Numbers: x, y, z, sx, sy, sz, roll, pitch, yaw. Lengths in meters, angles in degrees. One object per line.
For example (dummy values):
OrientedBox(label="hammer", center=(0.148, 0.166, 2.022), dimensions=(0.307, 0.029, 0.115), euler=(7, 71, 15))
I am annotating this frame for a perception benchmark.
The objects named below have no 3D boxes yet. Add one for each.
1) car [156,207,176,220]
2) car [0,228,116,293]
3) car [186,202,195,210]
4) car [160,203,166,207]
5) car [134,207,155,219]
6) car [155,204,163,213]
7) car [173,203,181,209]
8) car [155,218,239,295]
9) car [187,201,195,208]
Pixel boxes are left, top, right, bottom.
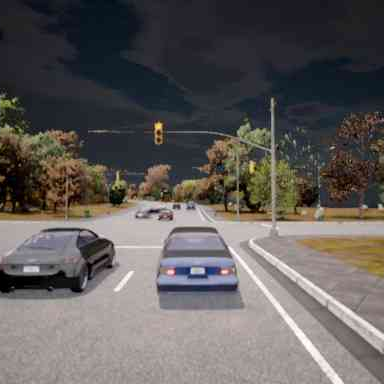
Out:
OrientedBox(label="car", center=(-3.552, 3.151, 46.254), dimensions=(1.812, 1.442, 4.674), euler=(0, -2, 0))
OrientedBox(label="car", center=(-3.452, 1.667, 9.156), dimensions=(1.994, 1.385, 4.181), euler=(0, -1, 0))
OrientedBox(label="car", center=(-0.257, 3.326, 77.931), dimensions=(2.097, 1.767, 4.553), euler=(0, 0, 0))
OrientedBox(label="car", center=(-7.264, 3.483, 79.642), dimensions=(1.812, 1.442, 4.674), euler=(0, 0, 0))
OrientedBox(label="car", center=(-7.248, 3.209, 49.037), dimensions=(2.128, 1.511, 4.902), euler=(0, -2, 0))
OrientedBox(label="car", center=(-7.250, 3.600, 64.543), dimensions=(1.895, 1.301, 4.718), euler=(0, 0, 0))
OrientedBox(label="car", center=(-3.773, 3.465, 81.700), dimensions=(1.837, 1.490, 4.892), euler=(0, 0, 0))
OrientedBox(label="car", center=(0.062, 1.649, 9.050), dimensions=(2.033, 1.411, 5.357), euler=(0, -1, -1))
OrientedBox(label="car", center=(-0.386, 3.261, 88.110), dimensions=(1.882, 1.535, 5.008), euler=(0, 0, -4))
